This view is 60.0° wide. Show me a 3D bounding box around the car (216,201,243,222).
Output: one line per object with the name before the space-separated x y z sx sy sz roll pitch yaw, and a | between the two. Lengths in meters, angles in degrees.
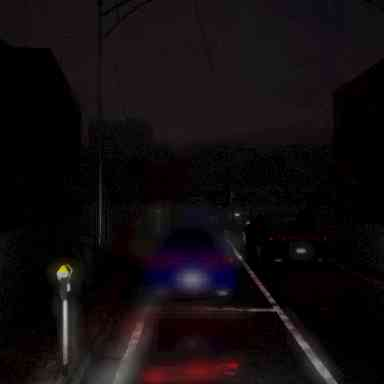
car | 3.101 1.567 24.355 1.994 1.385 4.181 0 0 0

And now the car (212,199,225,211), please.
car | 3.095 1.504 38.981 2.128 1.511 4.902 0 0 0

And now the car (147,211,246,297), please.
car | 0.006 1.477 8.651 1.882 1.535 5.008 0 0 0

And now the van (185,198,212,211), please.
van | 0.374 1.345 25.499 1.690 1.788 3.998 -1 0 0

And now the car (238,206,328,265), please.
car | 3.022 1.477 11.674 1.882 1.535 5.008 0 0 0
